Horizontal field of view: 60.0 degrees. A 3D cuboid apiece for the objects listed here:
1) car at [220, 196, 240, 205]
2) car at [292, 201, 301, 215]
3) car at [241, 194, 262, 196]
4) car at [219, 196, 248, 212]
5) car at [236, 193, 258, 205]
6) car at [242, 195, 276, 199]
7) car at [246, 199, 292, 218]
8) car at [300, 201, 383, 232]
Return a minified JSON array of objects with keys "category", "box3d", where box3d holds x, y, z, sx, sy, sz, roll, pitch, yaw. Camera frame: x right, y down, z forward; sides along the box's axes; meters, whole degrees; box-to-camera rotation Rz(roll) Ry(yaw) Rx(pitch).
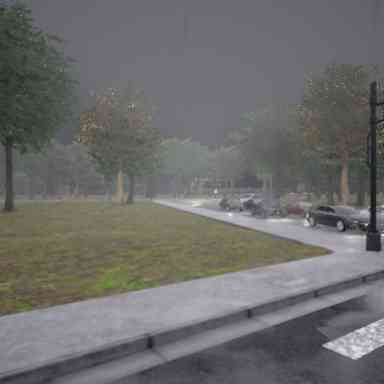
[{"category":"car","box3d":[6.927,1.569,60.957,2.128,1.511,4.902,0,0,-12]},{"category":"car","box3d":[10.105,1.564,30.360,1.812,1.442,4.674,0,0,-12]},{"category":"car","box3d":[9.150,1.297,50.906,2.150,2.045,5.566,0,0,-11]},{"category":"car","box3d":[4.701,1.544,40.048,1.837,1.490,4.892,0,0,-12]},{"category":"car","box3d":[10.099,1.313,61.672,2.150,2.045,5.566,0,0,-12]},{"category":"car","box3d":[7.927,1.531,40.531,1.882,1.535,5.008,0,0,-12]},{"category":"car","box3d":[6.858,1.589,30.021,1.994,1.385,4.181,0,0,-12]},{"category":"car","box3d":[8.932,1.515,20.394,1.837,1.490,4.892,0,0,-12]}]
